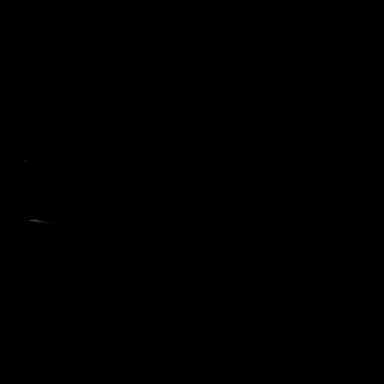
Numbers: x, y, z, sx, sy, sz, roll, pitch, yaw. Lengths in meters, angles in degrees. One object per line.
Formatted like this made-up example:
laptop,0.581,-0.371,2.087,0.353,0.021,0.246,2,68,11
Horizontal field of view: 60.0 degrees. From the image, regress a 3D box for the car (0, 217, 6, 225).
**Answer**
car,-30.147,4.242,49.858,2.128,1.511,4.902,1,-6,7
